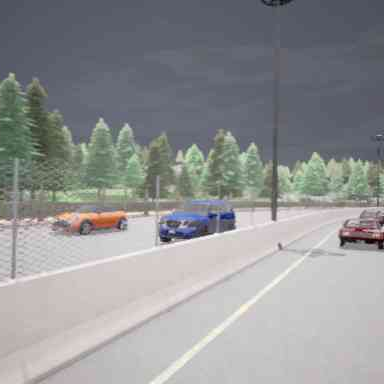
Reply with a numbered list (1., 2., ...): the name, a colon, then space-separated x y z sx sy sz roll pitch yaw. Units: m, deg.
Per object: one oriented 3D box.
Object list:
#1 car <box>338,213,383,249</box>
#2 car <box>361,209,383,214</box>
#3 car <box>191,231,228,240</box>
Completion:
1. car: 8.649 1.992 16.916 1.895 1.301 4.718 1 -1 28
2. car: 16.621 2.294 30.690 1.994 1.385 4.181 1 -1 33
3. car: 0.438 1.430 16.832 2.150 2.045 5.566 1 -1 28
